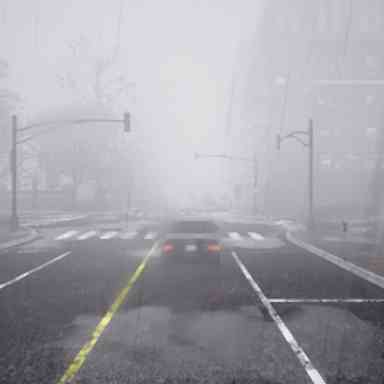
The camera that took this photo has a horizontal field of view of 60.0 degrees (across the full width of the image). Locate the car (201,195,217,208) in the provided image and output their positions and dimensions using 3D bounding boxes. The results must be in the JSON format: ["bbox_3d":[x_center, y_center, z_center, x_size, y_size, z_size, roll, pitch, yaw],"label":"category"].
[{"bbox_3d":[2.673,1.506,47.967,1.887,1.381,4.507,0,0,0],"label":"car"}]

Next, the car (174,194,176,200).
[{"bbox_3d":[-5.720,1.411,81.745,1.967,1.590,4.097,0,0,0],"label":"car"}]

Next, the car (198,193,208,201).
[{"bbox_3d":[2.660,1.286,81.748,2.192,1.841,5.009,0,0,0],"label":"car"}]

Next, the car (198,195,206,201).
[{"bbox_3d":[2.657,1.526,87.379,2.008,1.369,4.403,0,0,0],"label":"car"}]

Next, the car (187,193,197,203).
[{"bbox_3d":[-0.029,1.442,71.052,1.882,1.535,5.008,0,0,0],"label":"car"}]

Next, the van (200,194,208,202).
[{"bbox_3d":[2.672,1.302,53.598,1.690,1.788,3.998,0,0,0],"label":"van"}]

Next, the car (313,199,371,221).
[{"bbox_3d":[13.454,1.567,30.019,5.009,1.841,2.192,1,-1,-1],"label":"car"}]

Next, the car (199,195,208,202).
[{"bbox_3d":[2.662,1.512,76.118,1.887,1.381,4.507,0,0,0],"label":"car"}]

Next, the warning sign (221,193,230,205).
[{"bbox_3d":[5.045,1.076,50.612,1.300,1.860,1.060,0,0,0],"label":"warning sign"}]

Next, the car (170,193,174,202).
[{"bbox_3d":[-5.718,1.408,76.116,1.967,1.590,4.097,0,0,0],"label":"car"}]

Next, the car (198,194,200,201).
[{"bbox_3d":[2.667,1.403,64.858,1.967,1.590,4.097,0,0,0],"label":"car"}]

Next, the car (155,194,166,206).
[{"bbox_3d":[-5.709,1.486,53.425,1.752,1.417,4.829,0,0,0],"label":"car"}]

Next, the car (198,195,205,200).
[{"bbox_3d":[2.655,1.526,93.009,1.887,1.381,4.507,0,0,0],"label":"car"}]

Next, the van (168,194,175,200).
[{"bbox_3d":[-5.725,1.322,93.006,1.690,1.788,3.998,0,0,0],"label":"van"}]

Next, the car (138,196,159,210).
[{"bbox_3d":[-5.705,1.529,42.334,1.947,1.339,4.313,0,0,0],"label":"car"}]

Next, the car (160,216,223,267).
[{"bbox_3d":[0.078,1.533,11.342,2.033,1.411,5.357,0,0,2],"label":"car"}]

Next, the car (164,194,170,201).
[{"bbox_3d":[-5.711,1.277,59.225,2.192,1.841,5.009,0,0,0],"label":"car"}]

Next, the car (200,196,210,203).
[{"bbox_3d":[2.664,1.516,70.488,2.008,1.369,4.403,0,0,0],"label":"car"}]
